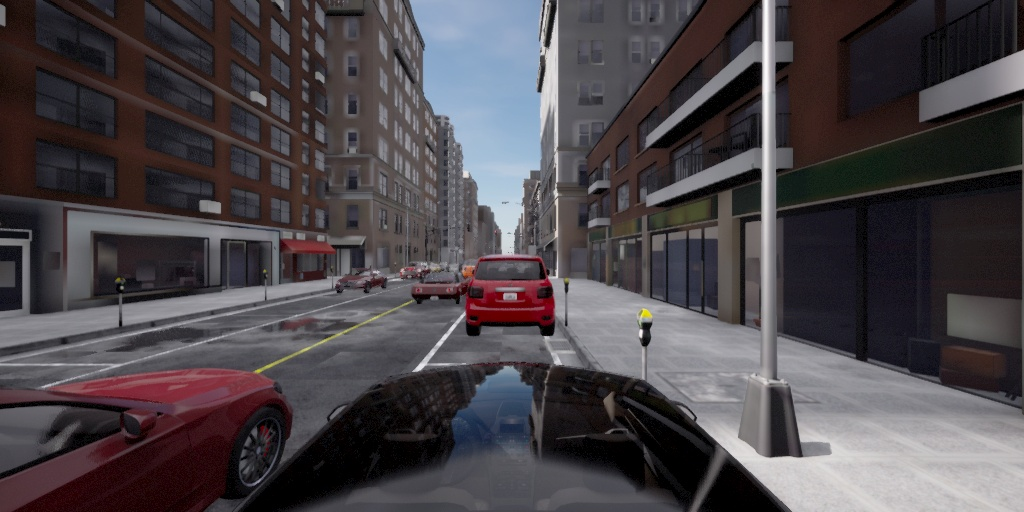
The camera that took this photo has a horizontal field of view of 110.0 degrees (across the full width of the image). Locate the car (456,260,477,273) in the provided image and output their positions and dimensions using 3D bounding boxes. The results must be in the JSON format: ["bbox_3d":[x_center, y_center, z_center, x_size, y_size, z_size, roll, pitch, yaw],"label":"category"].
[{"bbox_3d":[-5.770,1.271,46.206,2.128,1.511,4.902,0,0,0],"label":"car"}]

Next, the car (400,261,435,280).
[{"bbox_3d":[-8.408,1.189,31.425,1.967,1.591,4.097,0,0,0],"label":"car"}]

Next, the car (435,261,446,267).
[{"bbox_3d":[-8.408,1.275,36.773,1.751,1.417,4.829,0,0,0],"label":"car"}]

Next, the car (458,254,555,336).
[{"bbox_3d":[-0.039,0.977,10.530,2.150,2.045,5.566,0,0,0],"label":"car"}]

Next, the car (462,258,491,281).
[{"bbox_3d":[-3.020,1.116,31.176,2.097,1.767,4.553,0,0,0],"label":"car"}]

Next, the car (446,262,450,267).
[{"bbox_3d":[-8.408,1.300,42.461,2.007,1.370,4.403,0,0,0],"label":"car"}]

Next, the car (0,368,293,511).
[{"bbox_3d":[-3.020,1.275,1.499,1.812,1.442,4.674,0,0,0],"label":"car"}]

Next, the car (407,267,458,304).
[{"bbox_3d":[-3.020,1.367,16.236,1.895,1.301,4.718,0,0,0],"label":"car"}]

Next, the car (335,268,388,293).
[{"bbox_3d":[-8.408,1.331,20.388,1.802,1.307,4.207,0,0,0],"label":"car"}]
